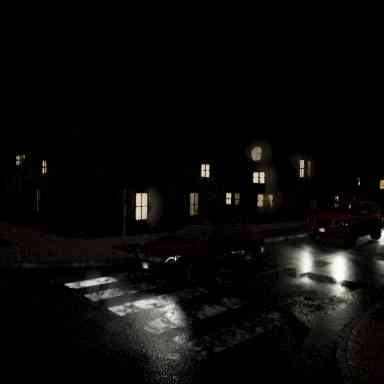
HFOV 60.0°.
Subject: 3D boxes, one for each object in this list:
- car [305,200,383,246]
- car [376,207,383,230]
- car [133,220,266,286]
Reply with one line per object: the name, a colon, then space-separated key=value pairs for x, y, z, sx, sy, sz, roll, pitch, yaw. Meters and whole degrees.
car: x=8.072 y=1.465 z=17.335 sx=5.566 sy=2.045 sz=2.150 roll=1 pitch=1 yaw=-43
car: x=15.552 y=1.922 z=24.408 sx=4.902 sy=1.511 sz=2.128 roll=1 pitch=1 yaw=-43
car: x=0.459 y=1.586 z=9.900 sx=1.812 sy=1.442 sz=4.674 roll=2 pitch=1 yaw=43
